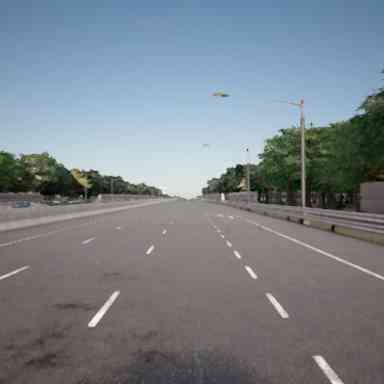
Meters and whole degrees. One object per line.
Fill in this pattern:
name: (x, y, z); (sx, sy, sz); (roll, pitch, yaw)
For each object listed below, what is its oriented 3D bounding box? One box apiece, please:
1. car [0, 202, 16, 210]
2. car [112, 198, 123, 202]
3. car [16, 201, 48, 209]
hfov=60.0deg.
car: (-21.078, 1.920, 38.948); (2.097, 1.767, 4.553); (0, -1, 0)
car: (-17.482, 2.268, 78.314); (1.837, 1.490, 4.892); (0, -1, 0)
car: (-17.584, 2.075, 37.759); (1.812, 1.442, 4.674); (0, -1, 0)
